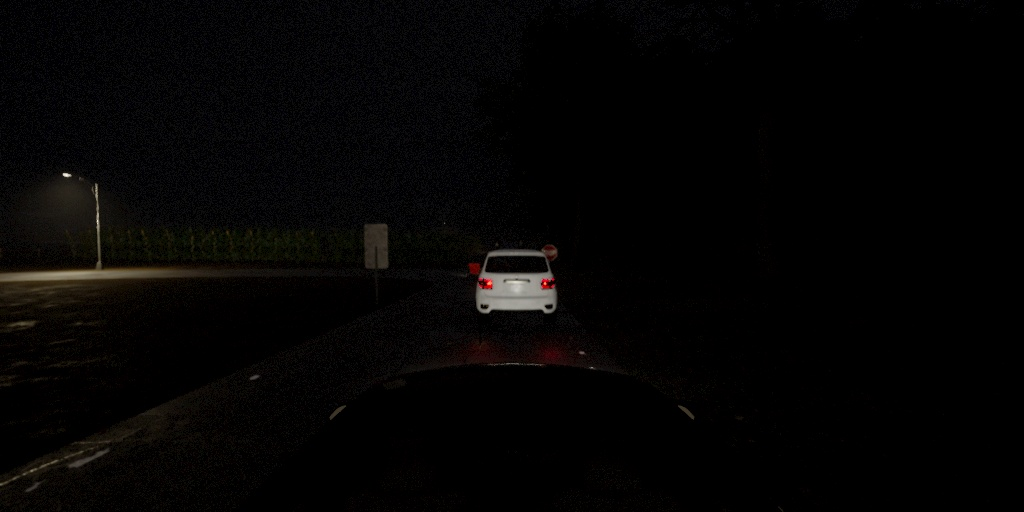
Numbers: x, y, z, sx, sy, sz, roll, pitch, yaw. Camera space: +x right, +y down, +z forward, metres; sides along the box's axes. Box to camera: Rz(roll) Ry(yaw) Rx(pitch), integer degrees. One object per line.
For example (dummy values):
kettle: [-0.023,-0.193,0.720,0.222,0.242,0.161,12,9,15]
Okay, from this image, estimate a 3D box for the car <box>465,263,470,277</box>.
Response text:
car: [-1.825,0.730,26.004,2.097,1.767,4.553,-1,1,-23]

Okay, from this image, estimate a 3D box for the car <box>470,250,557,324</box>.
car: [0.122,0.831,11.455,2.150,2.045,5.566,0,0,0]
